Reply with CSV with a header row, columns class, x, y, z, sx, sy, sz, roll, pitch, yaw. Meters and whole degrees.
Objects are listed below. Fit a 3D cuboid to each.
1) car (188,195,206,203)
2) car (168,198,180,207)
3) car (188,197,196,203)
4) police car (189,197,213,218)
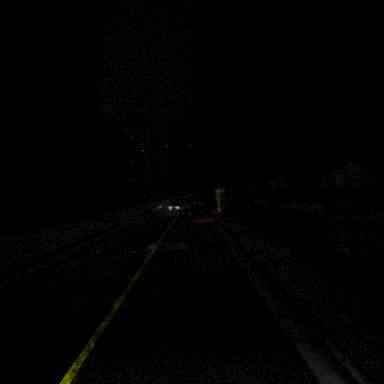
class,x,y,z,sx,sy,sz,roll,pitch,yaw
car,0.901,1.373,41.483,2.150,2.045,5.566,0,0,0
car,-3.042,1.771,58.067,2.033,1.411,5.357,0,0,1
car,0.002,1.827,81.457,1.994,1.385,4.181,0,0,0
police car,0.901,1.531,31.563,1.930,1.638,5.238,0,0,0
